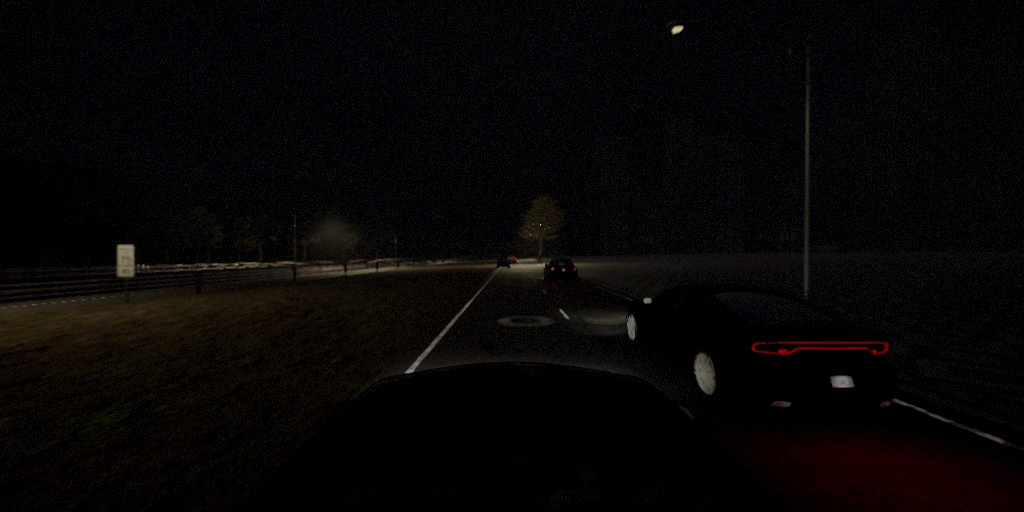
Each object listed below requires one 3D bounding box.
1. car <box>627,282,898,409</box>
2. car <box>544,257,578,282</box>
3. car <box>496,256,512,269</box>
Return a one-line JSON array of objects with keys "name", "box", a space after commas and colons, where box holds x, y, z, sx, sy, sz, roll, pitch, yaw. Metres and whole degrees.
[{"name": "car", "box": [3.600, 1.204, 6.382, 1.882, 1.535, 5.008, 0, 0, 0]}, {"name": "car", "box": [3.597, 0.979, 26.944, 2.097, 1.767, 4.553, 0, 0, 0]}, {"name": "car", "box": [-1.228, 1.053, 51.492, 1.812, 1.442, 4.674, 0, 0, 0]}]
